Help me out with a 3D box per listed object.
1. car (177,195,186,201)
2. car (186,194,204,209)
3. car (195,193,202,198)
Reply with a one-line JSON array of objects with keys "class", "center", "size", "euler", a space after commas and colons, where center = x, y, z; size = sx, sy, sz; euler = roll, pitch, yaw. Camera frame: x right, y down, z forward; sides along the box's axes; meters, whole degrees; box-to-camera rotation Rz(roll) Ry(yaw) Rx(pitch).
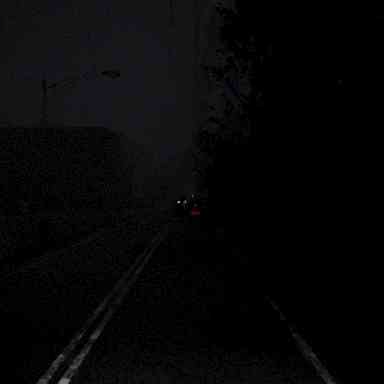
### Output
[{"class": "car", "center": [-2.095, 1.302, 72.400], "size": [1.994, 1.385, 4.181], "euler": [0, 0, 2]}, {"class": "car", "center": [0.477, 1.419, 43.967], "size": [1.837, 1.490, 4.892], "euler": [0, 0, 1]}, {"class": "car", "center": [1.809, 0.964, 93.312], "size": [1.812, 1.442, 4.674], "euler": [0, 1, 2]}]
